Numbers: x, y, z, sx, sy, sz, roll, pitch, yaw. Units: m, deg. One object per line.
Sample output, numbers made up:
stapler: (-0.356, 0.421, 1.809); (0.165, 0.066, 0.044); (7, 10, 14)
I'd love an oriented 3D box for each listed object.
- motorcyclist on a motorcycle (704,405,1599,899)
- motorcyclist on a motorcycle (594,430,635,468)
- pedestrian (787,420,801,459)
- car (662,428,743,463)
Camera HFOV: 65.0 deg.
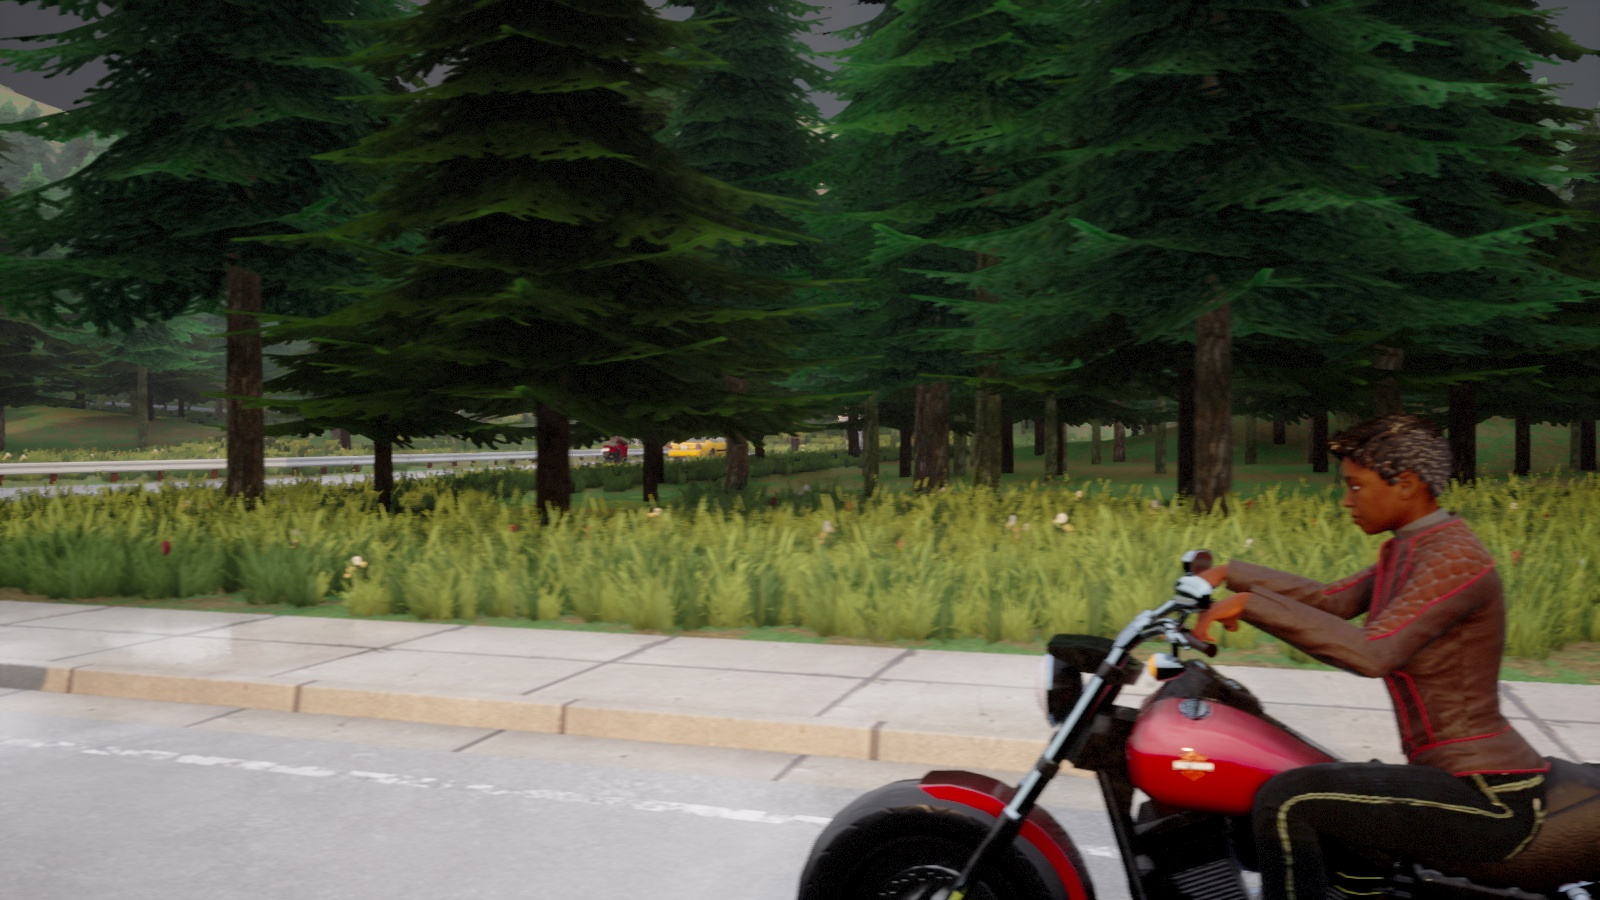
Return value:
motorcyclist on a motorcycle: (1.018, 0.735, 2.850); (2.350, 1.649, 0.766); (0, 1, 19)
motorcyclist on a motorcycle: (-7.581, -0.071, 51.486); (0.797, 1.523, 2.044); (1, 1, 19)
pedestrian: (-0.279, -0.501, 60.079); (0.540, 1.848, 0.694); (0, 1, -10)
car: (-4.585, -0.237, 59.846); (1.801, 1.575, 5.366); (1, 1, 20)
